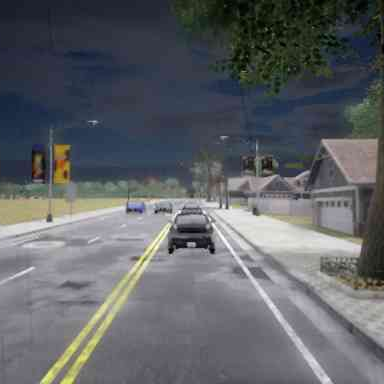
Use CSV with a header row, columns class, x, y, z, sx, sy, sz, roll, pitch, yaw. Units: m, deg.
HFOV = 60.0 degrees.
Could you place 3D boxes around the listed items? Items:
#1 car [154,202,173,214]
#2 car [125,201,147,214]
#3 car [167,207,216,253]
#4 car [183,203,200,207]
class,x,y,z,sx,sy,sz,roll,pitch,yaw
car,-3.297,1.848,39.453,1.994,1.385,4.181,0,0,0
car,-6.548,1.760,39.270,1.882,1.535,5.008,0,-1,0
car,-0.012,1.629,14.319,1.837,1.490,4.892,0,0,0
car,-0.028,1.712,29.309,2.128,1.511,4.902,0,0,0
